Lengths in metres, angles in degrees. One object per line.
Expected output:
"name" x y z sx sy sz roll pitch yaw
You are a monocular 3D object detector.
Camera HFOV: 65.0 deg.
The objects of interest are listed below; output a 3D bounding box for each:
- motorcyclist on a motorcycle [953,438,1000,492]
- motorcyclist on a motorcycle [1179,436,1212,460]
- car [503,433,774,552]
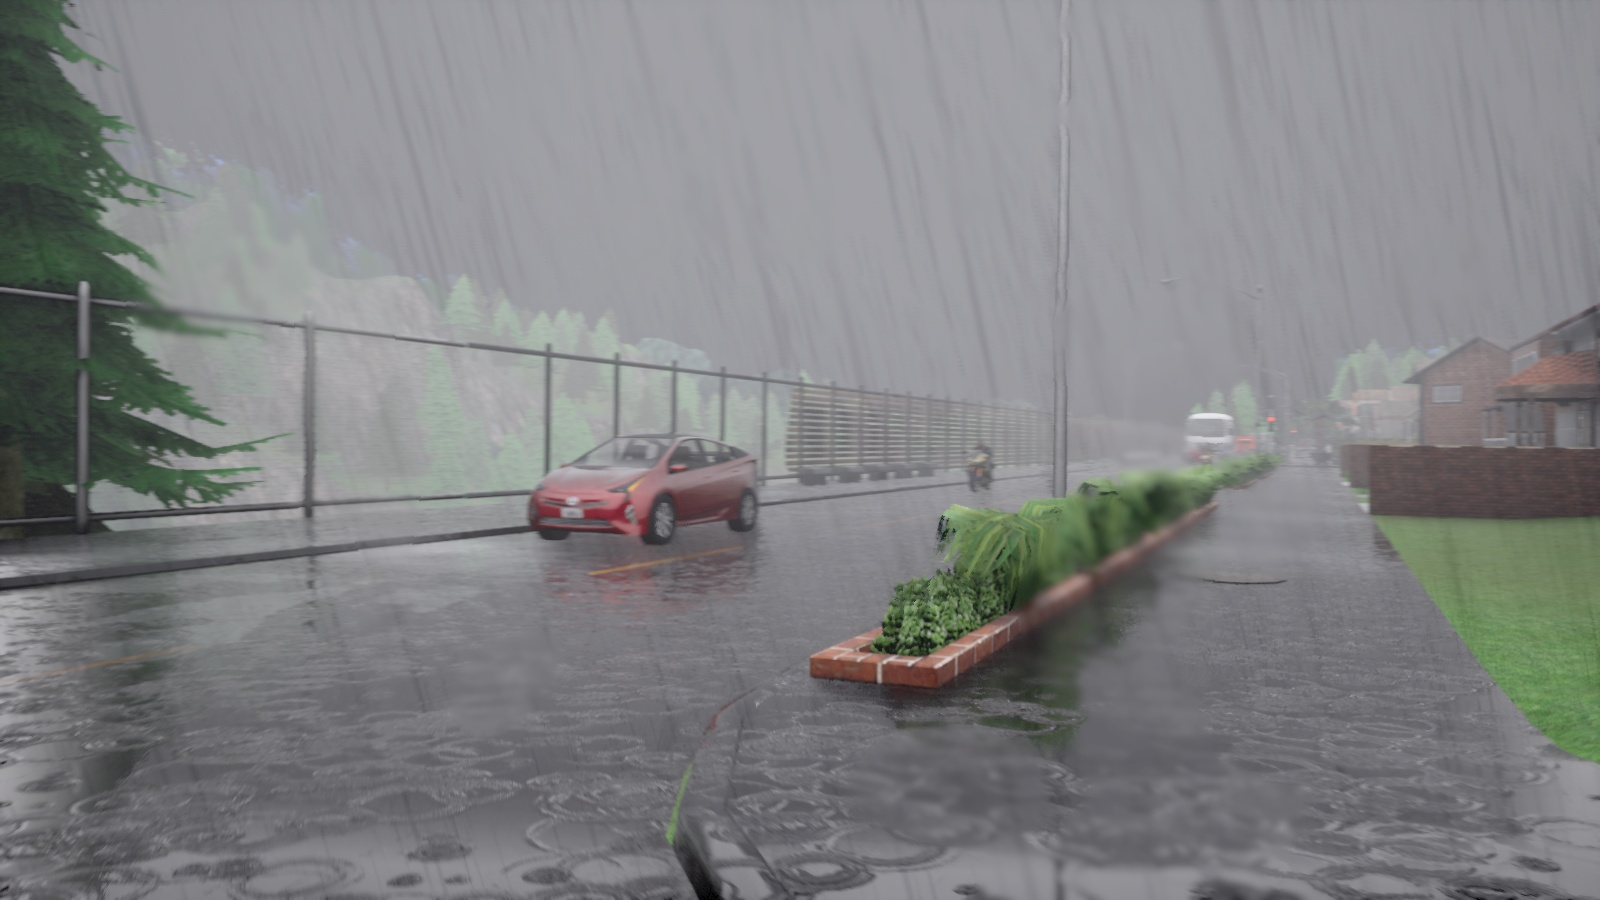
"motorcyclist on a motorcycle" 5.167 0.409 36.649 0.866 1.530 2.191 0 1 22
"motorcyclist on a motorcycle" 25.777 -0.164 81.841 2.044 1.523 0.797 -1 2 -27
"car" -2.201 0.524 18.577 2.007 1.525 4.514 0 1 22
